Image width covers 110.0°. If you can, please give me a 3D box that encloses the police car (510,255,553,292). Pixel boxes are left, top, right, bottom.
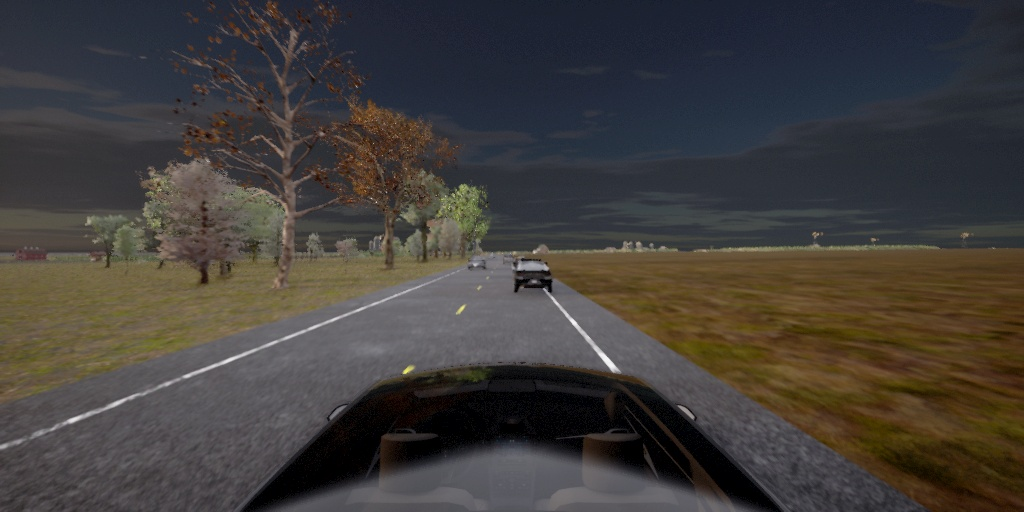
[{"bbox_3d":[1.011,0.935,19.121,1.930,1.638,5.238,0,1,0],"label":"police car"}]

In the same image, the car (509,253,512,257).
[{"bbox_3d":[0.877,0.752,35.216,1.801,1.575,5.366,0,1,-1],"label":"car"}]

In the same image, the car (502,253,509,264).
[{"bbox_3d":[-0.468,0.521,56.261,2.128,1.511,4.902,0,1,-1],"label":"car"}]

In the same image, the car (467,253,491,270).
[{"bbox_3d":[-3.799,0.734,39.733,2.128,1.511,4.902,0,1,0],"label":"car"}]

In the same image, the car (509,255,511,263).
[{"bbox_3d":[0.939,0.883,29.021,1.837,1.490,4.892,0,1,-1],"label":"car"}]
